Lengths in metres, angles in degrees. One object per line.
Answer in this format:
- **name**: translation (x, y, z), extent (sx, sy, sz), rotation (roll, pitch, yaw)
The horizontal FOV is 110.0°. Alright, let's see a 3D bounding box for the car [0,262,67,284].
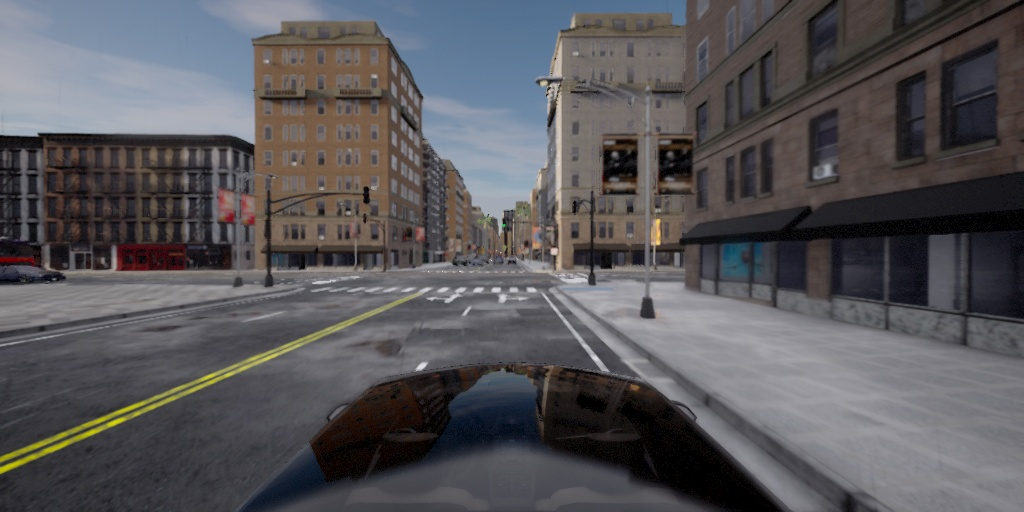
- **car**: translation (-38.249, 1.444, 27.868), extent (5.357, 1.411, 2.033), rotation (0, 0, 0)

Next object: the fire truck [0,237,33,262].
- **fire truck**: translation (-47.431, 0.242, 31.083), extent (8.468, 3.827, 2.891), rotation (0, 0, -1)
